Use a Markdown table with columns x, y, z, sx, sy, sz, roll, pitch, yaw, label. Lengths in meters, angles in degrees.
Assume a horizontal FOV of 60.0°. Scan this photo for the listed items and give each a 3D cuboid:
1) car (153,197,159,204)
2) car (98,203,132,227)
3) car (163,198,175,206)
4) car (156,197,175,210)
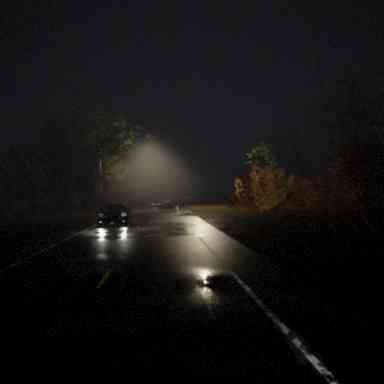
| x | y | z | sx | sy | sz | roll | pitch | yaw | label |
| --- | --- | --- | --- | --- | --- | --- | --- | --- | --- |
| -8.206 | 1.974 | 79.161 | 1.837 | 1.490 | 4.892 | -2 | 0 | 0 | car |
| -5.848 | 1.645 | 25.690 | 2.097 | 1.767 | 4.553 | -2 | 0 | -5 | car |
| -4.403 | 1.876 | 64.202 | 1.994 | 1.385 | 4.181 | -2 | 0 | -1 | car |
| -3.715 | 1.825 | 48.072 | 1.994 | 1.385 | 4.181 | -2 | 0 | -3 | car |
